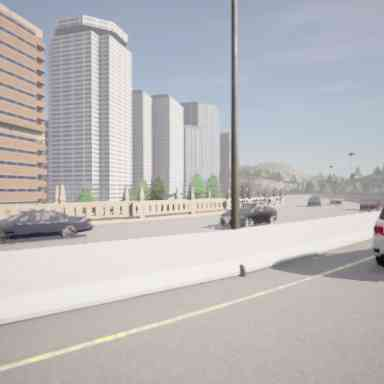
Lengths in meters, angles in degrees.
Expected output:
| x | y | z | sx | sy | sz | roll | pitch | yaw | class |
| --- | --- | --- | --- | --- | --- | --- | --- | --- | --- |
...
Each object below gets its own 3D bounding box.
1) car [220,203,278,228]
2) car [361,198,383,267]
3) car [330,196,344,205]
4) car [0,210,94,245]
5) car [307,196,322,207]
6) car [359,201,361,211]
| x | y | z | sx | sy | sz | roll | pitch | yaw | class |
| --- | --- | --- | --- | --- | --- | --- | --- | --- | --- |
| 3.792 | 1.490 | 21.670 | 2.128 | 1.511 | 4.902 | 0 | 0 | 43 | car |
| 7.511 | 1.196 | 10.291 | 5.566 | 2.045 | 2.150 | 0 | 0 | -43 | car |
| 24.874 | 1.403 | 57.072 | 1.882 | 1.535 | 5.008 | 0 | 0 | 19 | car |
| -7.547 | 1.592 | 15.991 | 5.357 | 1.411 | 2.033 | 0 | 0 | -38 | car |
| 18.479 | 1.456 | 50.045 | 1.837 | 1.490 | 4.892 | 0 | 0 | 24 | car |
| 20.653 | 1.411 | 38.683 | 1.882 | 1.535 | 5.008 | 0 | 0 | 29 | car |
